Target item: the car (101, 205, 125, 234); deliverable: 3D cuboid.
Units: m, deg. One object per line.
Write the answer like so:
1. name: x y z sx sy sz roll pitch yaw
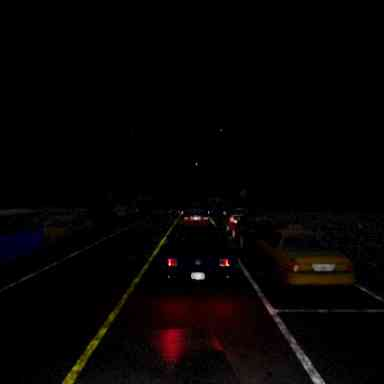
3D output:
1. car: -5.632 1.702 20.158 1.947 1.339 4.313 0 0 0

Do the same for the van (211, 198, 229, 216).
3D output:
1. van: 3.006 1.591 36.412 1.690 1.788 3.998 0 0 0

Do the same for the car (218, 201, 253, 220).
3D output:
1. car: 2.892 1.576 20.100 1.967 1.590 4.097 0 0 0

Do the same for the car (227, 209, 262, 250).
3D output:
1. car: 2.855 1.644 14.662 1.887 1.381 4.507 0 0 0

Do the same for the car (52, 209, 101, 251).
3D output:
1. car: -5.671 1.623 14.551 1.752 1.417 4.829 0 0 0

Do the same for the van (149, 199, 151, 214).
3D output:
1. van: -5.520 1.590 36.472 1.690 1.788 3.998 0 0 0

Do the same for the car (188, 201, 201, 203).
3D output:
1. car: 0.231 1.715 34.683 1.882 1.535 5.008 0 0 1

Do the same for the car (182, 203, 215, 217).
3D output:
1. car: 0.252 1.705 23.175 2.033 1.411 5.357 0 0 0

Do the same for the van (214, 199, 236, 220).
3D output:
1. van: 2.968 1.553 30.975 1.690 1.788 3.998 0 0 0

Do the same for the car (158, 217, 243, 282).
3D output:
1. car: 0.160 1.668 9.915 1.895 1.301 4.718 0 0 0

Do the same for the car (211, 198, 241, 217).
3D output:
1. car: 2.930 1.489 25.538 2.192 1.841 5.009 0 0 0

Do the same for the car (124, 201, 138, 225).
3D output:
1. car: -5.596 1.698 25.426 1.752 1.417 4.829 0 0 0

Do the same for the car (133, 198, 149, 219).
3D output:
1. car: -5.557 1.652 31.034 1.967 1.590 4.097 0 0 0

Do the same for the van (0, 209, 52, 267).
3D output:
1. van: -5.708 1.403 9.285 1.690 1.788 3.998 0 0 0

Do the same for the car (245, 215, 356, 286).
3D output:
1. car: 2.818 1.589 9.394 1.752 1.417 4.829 0 0 0
